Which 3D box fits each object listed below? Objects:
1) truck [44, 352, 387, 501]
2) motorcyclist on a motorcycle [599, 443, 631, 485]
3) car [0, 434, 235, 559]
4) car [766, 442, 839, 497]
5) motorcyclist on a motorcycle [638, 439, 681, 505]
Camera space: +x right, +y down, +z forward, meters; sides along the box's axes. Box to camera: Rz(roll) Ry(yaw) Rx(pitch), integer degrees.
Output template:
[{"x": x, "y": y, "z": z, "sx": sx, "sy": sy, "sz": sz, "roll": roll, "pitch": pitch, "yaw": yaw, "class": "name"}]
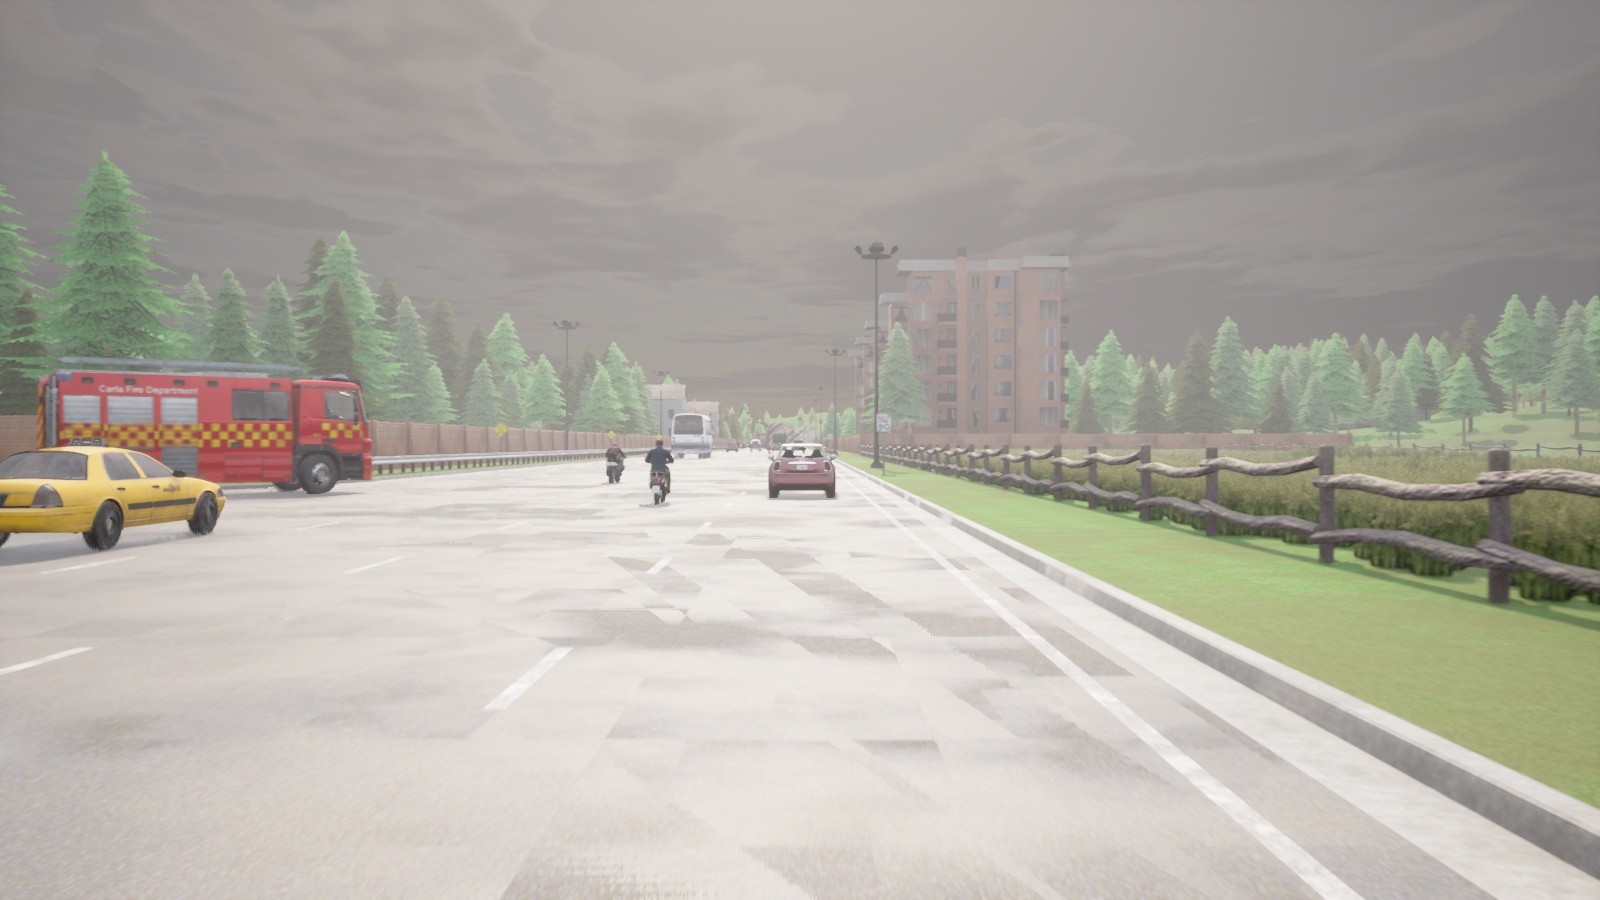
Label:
[{"x": -16.588, "y": -0.635, "z": 36.133, "sx": 8.468, "sy": 3.827, "sz": 2.891, "roll": 0, "pitch": 1, "yaw": -42, "class": "truck"}, {"x": -6.920, "y": 0.511, "z": 47.026, "sx": 0.866, "sy": 1.530, "sz": 2.191, "roll": 0, "pitch": 0, "yaw": 0, "class": "motorcyclist on a motorcycle"}, {"x": -10.454, "y": 0.573, "z": 18.555, "sx": 1.801, "sy": 1.575, "sz": 5.366, "roll": 0, "pitch": 0, "yaw": 0, "class": "car"}, {"x": 0.066, "y": 0.511, "z": 35.695, "sx": 1.970, "sy": 1.475, "sz": 3.806, "roll": 0, "pitch": 0, "yaw": 0, "class": "car"}, {"x": -3.439, "y": 0.523, "z": 30.863, "sx": 0.866, "sy": 1.590, "sz": 1.817, "roll": 0, "pitch": 0, "yaw": 0, "class": "motorcyclist on a motorcycle"}]
